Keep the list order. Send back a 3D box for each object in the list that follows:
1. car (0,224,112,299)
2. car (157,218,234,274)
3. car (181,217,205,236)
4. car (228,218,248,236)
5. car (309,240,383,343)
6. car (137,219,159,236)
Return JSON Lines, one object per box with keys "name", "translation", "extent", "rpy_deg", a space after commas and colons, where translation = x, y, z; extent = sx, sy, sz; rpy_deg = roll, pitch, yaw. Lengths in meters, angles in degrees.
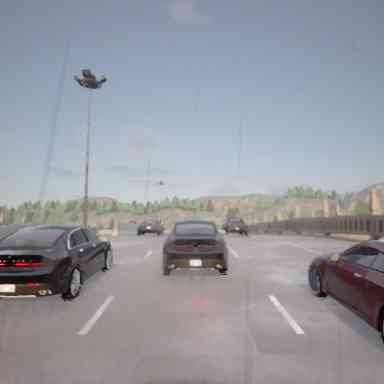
{"name": "car", "translation": [-3.408, 1.590, 8.563], "extent": [1.837, 1.490, 4.892], "rpy_deg": [0, -1, 0]}
{"name": "car", "translation": [0.090, 1.670, 11.003], "extent": [1.837, 1.490, 4.892], "rpy_deg": [0, -2, 0]}
{"name": "car", "translation": [0.075, 3.050, 29.339], "extent": [1.882, 1.535, 5.008], "rpy_deg": [0, -7, 0]}
{"name": "car", "translation": [3.575, 2.985, 28.650], "extent": [2.128, 1.511, 4.902], "rpy_deg": [0, -6, 0]}
{"name": "car", "translation": [3.595, 1.550, 5.745], "extent": [1.812, 1.442, 4.674], "rpy_deg": [0, -1, 0]}
{"name": "car", "translation": [-3.425, 3.029, 28.386], "extent": [1.994, 1.385, 4.181], "rpy_deg": [0, -6, 0]}
